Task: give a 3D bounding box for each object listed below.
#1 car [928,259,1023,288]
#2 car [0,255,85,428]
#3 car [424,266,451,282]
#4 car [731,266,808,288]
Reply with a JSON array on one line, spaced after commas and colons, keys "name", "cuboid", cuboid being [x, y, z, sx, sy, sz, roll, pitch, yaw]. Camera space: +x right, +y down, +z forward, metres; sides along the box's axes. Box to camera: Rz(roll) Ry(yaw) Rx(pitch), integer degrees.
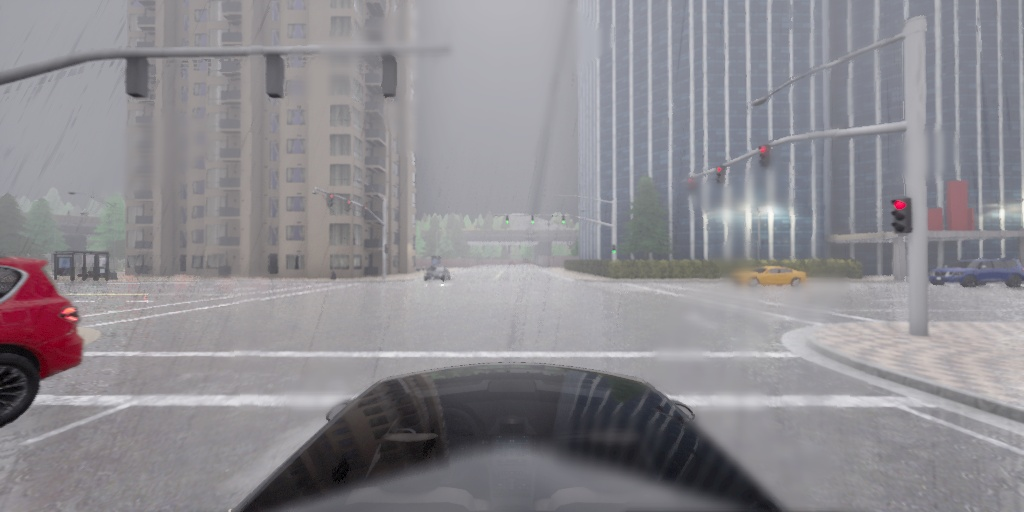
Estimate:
[{"name": "car", "cuboid": [34.562, 1.271, 26.753, 5.566, 2.045, 2.150, -1, -1, -1]}, {"name": "car", "cuboid": [-7.001, 0.969, 2.567, 2.150, 2.045, 5.566, 0, 0, 0]}, {"name": "car", "cuboid": [-7.003, 1.673, 33.927, 1.812, 1.442, 4.674, 0, 0, 0]}, {"name": "car", "cuboid": [18.994, 1.532, 26.590, 5.008, 1.535, 1.882, 0, -1, -1]}]
